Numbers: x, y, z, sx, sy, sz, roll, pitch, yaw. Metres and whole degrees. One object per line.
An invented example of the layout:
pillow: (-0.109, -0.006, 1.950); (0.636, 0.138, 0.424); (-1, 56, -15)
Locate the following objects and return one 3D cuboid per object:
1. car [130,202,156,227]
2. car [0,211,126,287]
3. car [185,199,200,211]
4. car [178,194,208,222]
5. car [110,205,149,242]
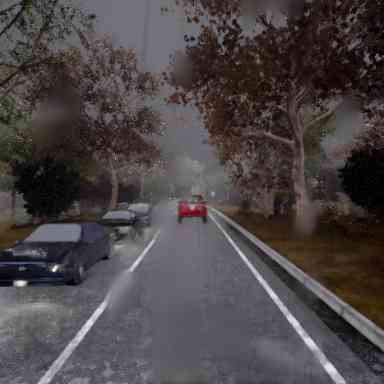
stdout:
car: (-3.539, 1.466, 22.742); (1.837, 1.490, 4.892); (0, 1, 0)
car: (-3.585, 1.528, 9.635); (2.033, 1.411, 5.357); (0, 0, 0)
car: (0.112, 1.661, 43.808); (1.837, 1.490, 4.892); (0, 0, 0)
car: (0.040, 1.201, 26.124); (2.150, 2.045, 5.566); (0, 0, 0)
car: (-3.484, 1.571, 16.090); (1.994, 1.385, 4.181); (0, 0, 0)
